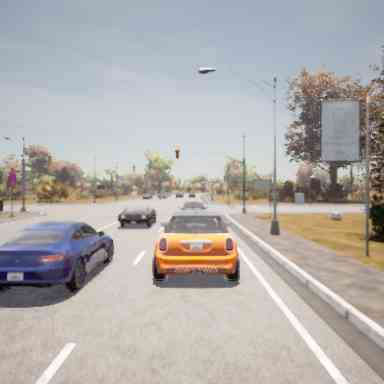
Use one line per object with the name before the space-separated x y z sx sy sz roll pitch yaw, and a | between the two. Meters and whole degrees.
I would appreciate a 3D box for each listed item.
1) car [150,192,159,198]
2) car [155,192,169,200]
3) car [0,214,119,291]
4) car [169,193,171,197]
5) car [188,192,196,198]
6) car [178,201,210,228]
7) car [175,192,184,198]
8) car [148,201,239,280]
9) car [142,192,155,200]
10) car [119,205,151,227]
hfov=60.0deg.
car | -10.472 0.763 93.880 2.097 1.767 4.553 0 0 0
car | -6.987 1.020 78.197 1.837 1.490 4.892 0 0 0
car | -3.399 1.472 8.709 1.812 1.442 4.674 0 0 0
car | -6.972 0.886 93.839 1.882 1.535 5.008 0 0 0
car | 0.019 0.941 89.854 1.837 1.490 4.892 0 0 0
car | 0.103 1.369 21.843 1.837 1.490 4.892 0 0 0
car | -3.481 0.941 89.856 1.837 1.490 4.892 0 0 0
car | 0.101 1.290 9.906 2.097 1.767 4.553 0 0 0
car | -10.487 1.059 78.208 2.033 1.411 5.357 0 0 0
car | -3.396 1.468 21.579 1.895 1.301 4.718 0 0 0
